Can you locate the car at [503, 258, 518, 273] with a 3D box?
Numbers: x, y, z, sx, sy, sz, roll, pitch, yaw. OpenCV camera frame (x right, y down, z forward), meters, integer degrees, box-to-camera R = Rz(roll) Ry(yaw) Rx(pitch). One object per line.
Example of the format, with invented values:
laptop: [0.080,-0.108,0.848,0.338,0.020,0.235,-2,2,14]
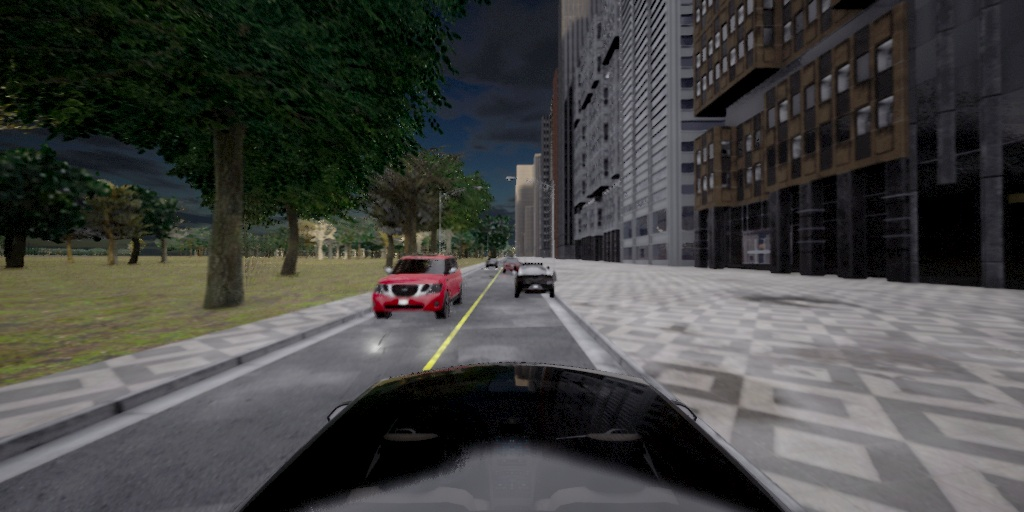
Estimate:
car: [0.038,1.009,41.429,2.097,1.767,4.553,0,0,1]

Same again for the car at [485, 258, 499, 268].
car: [-3.053,1.109,55.293,1.837,1.490,4.892,0,0,0]

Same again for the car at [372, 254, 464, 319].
car: [-3.099,0.956,13.005,2.150,2.045,5.566,0,0,0]

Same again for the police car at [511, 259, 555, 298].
police car: [1.051,1.149,18.571,1.930,1.638,5.238,0,0,0]
